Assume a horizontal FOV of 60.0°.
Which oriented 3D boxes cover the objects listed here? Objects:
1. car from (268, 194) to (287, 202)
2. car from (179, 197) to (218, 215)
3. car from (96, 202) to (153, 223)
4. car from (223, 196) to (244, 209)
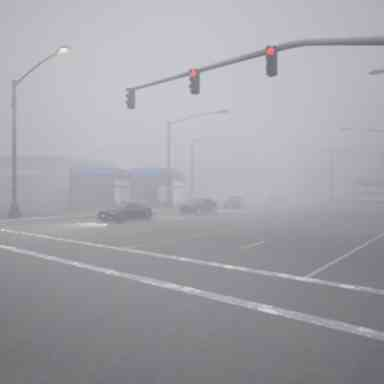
[{"bbox_3d":[16.418,1.100,64.143,2.128,1.511,4.902,0,0,-16],"label":"car"},{"bbox_3d":[0.672,1.290,31.487,1.882,1.535,5.008,0,0,32],"label":"car"},{"bbox_3d":[-4.816,1.424,24.230,1.994,1.385,4.181,0,0,38],"label":"car"},{"bbox_3d":[5.105,1.261,40.562,1.837,1.490,4.892,0,0,18],"label":"car"}]
